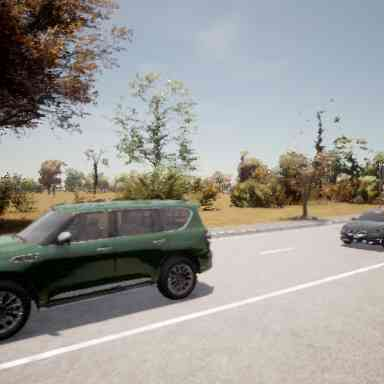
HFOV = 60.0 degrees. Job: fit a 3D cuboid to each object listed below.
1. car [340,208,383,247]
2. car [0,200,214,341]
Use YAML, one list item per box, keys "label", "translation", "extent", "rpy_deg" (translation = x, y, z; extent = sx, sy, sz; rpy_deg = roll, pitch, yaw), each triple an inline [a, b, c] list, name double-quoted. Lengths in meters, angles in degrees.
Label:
- label: "car"
  translation: [8.375, 1.499, 14.507]
  extent: [4.892, 1.490, 1.837]
  rpy_deg: [0, 0, -37]
- label: "car"
  translation: [-2.085, 1.218, 6.839]
  extent: [5.566, 2.045, 2.150]
  rpy_deg: [0, 0, -37]
